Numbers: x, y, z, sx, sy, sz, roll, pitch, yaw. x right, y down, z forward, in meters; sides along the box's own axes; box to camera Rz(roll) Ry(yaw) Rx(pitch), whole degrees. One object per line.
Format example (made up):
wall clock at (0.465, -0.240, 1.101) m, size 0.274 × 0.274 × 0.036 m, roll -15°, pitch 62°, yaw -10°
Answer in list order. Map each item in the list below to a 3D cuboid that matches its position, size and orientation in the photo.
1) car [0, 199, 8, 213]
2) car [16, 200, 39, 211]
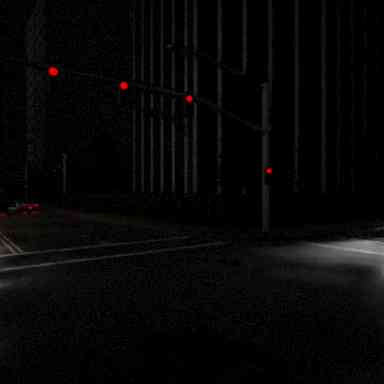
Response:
car at (-21.365, 1.505, 36.416) m, size 1.837 × 1.490 × 4.892 m, roll 0°, pitch 0°, yaw -36°
car at (-20.299, 1.596, 40.910) m, size 1.895 × 1.301 × 4.718 m, roll 0°, pitch 0°, yaw -36°
